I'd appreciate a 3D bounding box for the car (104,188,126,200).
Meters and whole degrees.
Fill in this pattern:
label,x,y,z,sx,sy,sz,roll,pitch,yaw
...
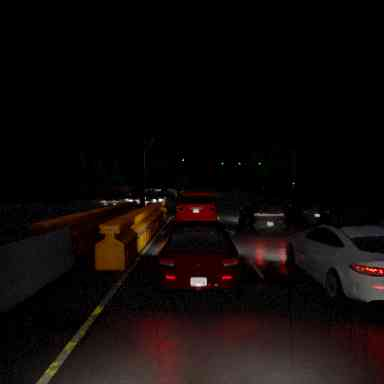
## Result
label,x,y,z,sx,sy,sz,roll,pitch,yaw
car,-13.628,0.382,58.020,2.150,2.045,5.566,0,1,1

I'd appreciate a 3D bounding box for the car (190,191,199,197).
label,x,y,z,sx,sy,sz,roll,pitch,yaw
car,0.625,0.458,77.856,1.895,1.301,4.718,0,1,0

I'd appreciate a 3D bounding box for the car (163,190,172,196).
label,x,y,z,sx,sy,sz,roll,pitch,yaw
car,-6.307,0.277,86.212,2.033,1.411,5.357,0,1,0

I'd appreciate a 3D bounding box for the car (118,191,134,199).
label,x,y,z,sx,sy,sz,roll,pitch,yaw
car,-13.461,0.556,68.158,2.033,1.411,5.357,0,1,0

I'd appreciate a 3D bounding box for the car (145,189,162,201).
label,x,y,z,sx,sy,sz,roll,pitch,yaw
car,-6.639,0.710,56.376,1.812,1.442,4.674,0,1,1

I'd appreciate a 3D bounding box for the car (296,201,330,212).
label,x,y,z,sx,sy,sz,roll,pitch,yaw
car,7.240,1.276,21.182,1.994,1.385,4.181,0,1,1

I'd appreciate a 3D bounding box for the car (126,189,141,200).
label,x,y,z,sx,sy,sz,roll,pitch,yaw
car,-10.096,0.690,60.305,1.994,1.385,4.181,0,1,1

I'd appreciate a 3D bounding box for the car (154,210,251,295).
label,x,y,z,sx,sy,sz,roll,pitch,yaw
car,0.143,1.429,8.355,1.812,1.442,4.674,0,1,1

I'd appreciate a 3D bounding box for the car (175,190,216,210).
label,x,y,z,sx,sy,sz,roll,pitch,yaw
car,0.211,0.969,18.973,2.150,2.045,5.566,0,1,0

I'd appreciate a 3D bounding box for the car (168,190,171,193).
label,x,y,z,sx,sy,sz,roll,pitch,yaw
car,-6.397,0.251,75.658,2.097,1.767,4.553,0,1,0

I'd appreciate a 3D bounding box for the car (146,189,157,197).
label,x,y,z,sx,sy,sz,roll,pitch,yaw
car,-9.855,0.177,80.598,2.097,1.767,4.553,0,1,0

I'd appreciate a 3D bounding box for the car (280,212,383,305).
label,x,y,z,sx,sy,sz,roll,pitch,yaw
car,3.636,1.438,7.735,1.812,1.442,4.674,0,1,0

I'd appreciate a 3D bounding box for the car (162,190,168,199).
label,x,y,z,sx,sy,sz,roll,pitch,yaw
car,-6.517,0.537,65.642,2.128,1.511,4.902,0,1,1

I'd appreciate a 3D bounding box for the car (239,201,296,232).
label,x,y,z,sx,sy,sz,roll,pitch,yaw
car,3.714,1.250,18.090,2.128,1.511,4.902,0,1,0

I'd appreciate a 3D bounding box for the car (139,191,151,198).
label,x,y,z,sx,sy,sz,roll,pitch,yaw
car,-9.942,0.527,70.380,1.994,1.385,4.181,0,1,0
